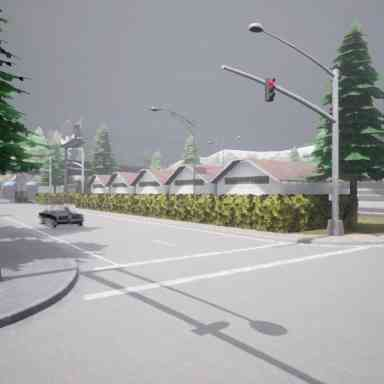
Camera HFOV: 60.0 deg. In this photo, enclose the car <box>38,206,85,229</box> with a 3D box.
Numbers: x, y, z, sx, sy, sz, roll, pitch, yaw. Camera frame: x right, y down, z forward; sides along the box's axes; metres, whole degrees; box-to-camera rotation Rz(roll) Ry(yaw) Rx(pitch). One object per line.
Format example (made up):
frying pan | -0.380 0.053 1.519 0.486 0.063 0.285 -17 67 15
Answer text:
car | -8.684 1.594 21.941 1.895 1.301 4.718 0 0 -36
